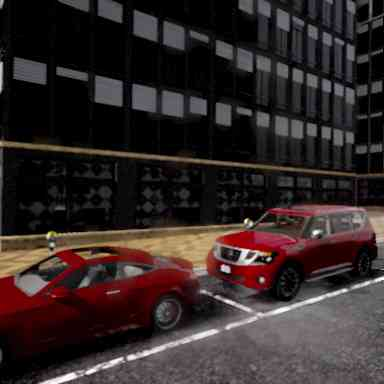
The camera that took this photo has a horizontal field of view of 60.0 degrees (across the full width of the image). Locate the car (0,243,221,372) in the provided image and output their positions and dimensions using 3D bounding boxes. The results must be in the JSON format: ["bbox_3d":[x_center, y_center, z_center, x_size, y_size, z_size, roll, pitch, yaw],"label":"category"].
[{"bbox_3d":[-1.779,1.580,5.275,4.206,1.307,1.802,0,1,-35],"label":"car"}]

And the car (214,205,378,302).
[{"bbox_3d":[2.771,1.305,8.497,5.009,1.841,2.192,0,1,-35],"label":"car"}]
